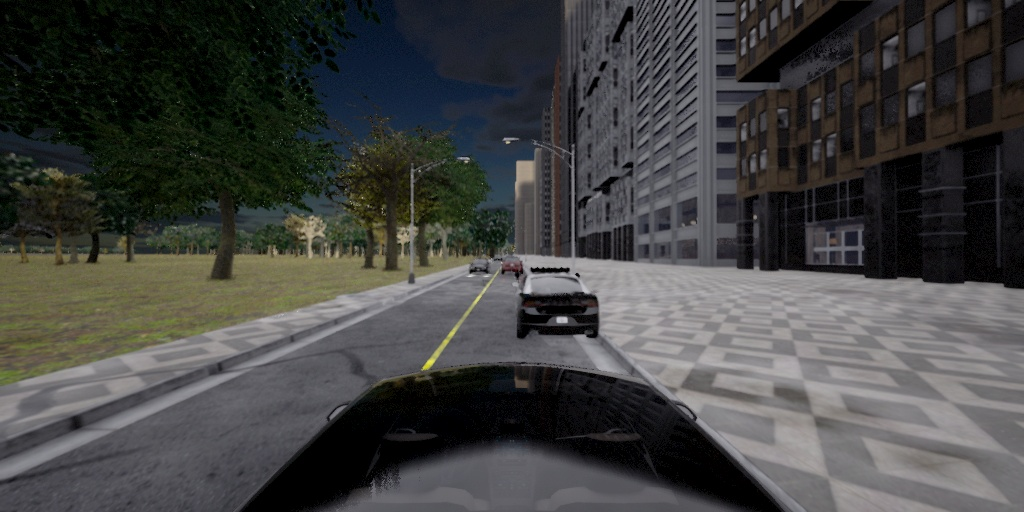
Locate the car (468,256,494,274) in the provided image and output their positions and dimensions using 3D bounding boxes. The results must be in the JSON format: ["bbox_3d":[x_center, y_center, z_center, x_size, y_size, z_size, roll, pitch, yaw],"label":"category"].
[{"bbox_3d":[-3.113,0.987,35.313,1.837,1.490,4.892,0,1,0],"label":"car"}]

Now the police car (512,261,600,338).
[{"bbox_3d":[1.046,1.115,10.072,1.930,1.638,5.238,0,0,0],"label":"police car"}]

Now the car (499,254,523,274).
[{"bbox_3d":[0.043,0.823,36.360,2.097,1.767,4.553,0,0,0],"label":"car"}]
